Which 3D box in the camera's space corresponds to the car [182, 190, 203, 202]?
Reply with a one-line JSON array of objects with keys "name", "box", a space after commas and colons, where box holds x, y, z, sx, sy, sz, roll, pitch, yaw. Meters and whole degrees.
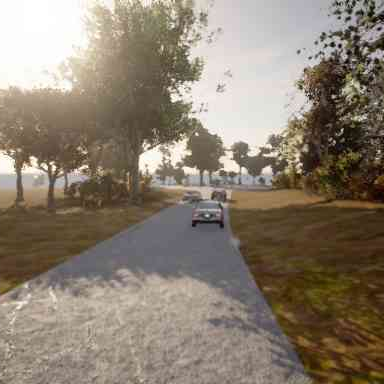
[{"name": "car", "box": [0.100, 0.460, 38.084, 1.895, 1.301, 4.718, 2, 3, 7]}]

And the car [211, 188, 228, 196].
[{"name": "car", "box": [3.382, 0.200, 41.406, 1.812, 1.442, 4.674, 0, 3, 7]}]

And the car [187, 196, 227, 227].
[{"name": "car", "box": [1.012, 1.211, 20.053, 2.033, 1.411, 5.357, 0, 2, 5]}]
